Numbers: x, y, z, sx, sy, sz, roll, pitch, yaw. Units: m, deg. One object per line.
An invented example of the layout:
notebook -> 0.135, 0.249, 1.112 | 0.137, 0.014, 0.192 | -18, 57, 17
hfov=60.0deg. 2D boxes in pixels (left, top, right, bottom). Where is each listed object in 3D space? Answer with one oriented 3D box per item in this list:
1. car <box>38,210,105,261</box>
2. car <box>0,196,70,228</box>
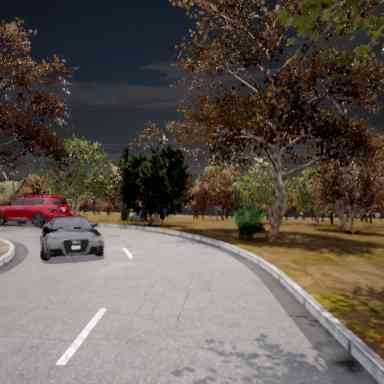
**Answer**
car -> -4.597, 1.614, 12.591 | 1.994, 1.385, 4.181 | 1, 0, -25
car -> -11.210, 1.332, 23.193 | 5.566, 2.045, 2.150 | 0, -1, 17
